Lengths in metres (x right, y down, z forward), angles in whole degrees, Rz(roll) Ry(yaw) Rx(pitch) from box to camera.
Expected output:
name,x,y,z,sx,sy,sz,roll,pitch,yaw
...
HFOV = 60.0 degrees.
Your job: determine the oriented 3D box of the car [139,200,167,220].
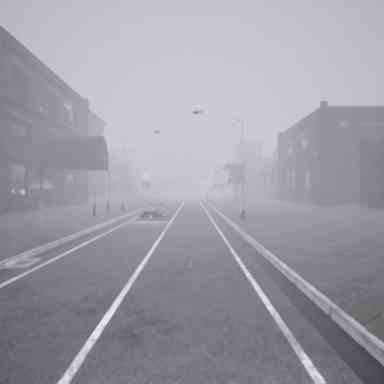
name,x,y,z,sx,sy,sz,roll,pitch,yaw
car,-2.999,1.388,26.770,2.033,1.411,5.357,0,0,0
